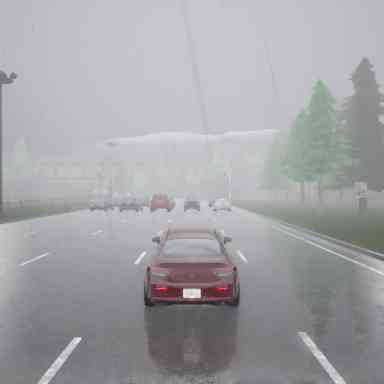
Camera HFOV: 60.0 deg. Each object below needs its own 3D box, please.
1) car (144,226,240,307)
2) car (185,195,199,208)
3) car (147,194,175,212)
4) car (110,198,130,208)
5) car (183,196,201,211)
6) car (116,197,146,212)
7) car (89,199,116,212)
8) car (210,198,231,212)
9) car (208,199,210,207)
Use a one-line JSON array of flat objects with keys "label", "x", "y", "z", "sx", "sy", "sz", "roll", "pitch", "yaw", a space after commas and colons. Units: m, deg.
[{"label": "car", "x": -0.003, "y": 1.526, "z": 7.849, "sx": 1.812, "sy": 1.442, "sz": 4.674, "roll": 0, "pitch": 0, "yaw": 0}, {"label": "car", "x": -0.003, "y": 1.352, "z": 50.092, "sx": 2.097, "sy": 1.767, "sz": 4.553, "roll": 0, "pitch": 0, "yaw": 0}, {"label": "car", "x": -3.507, "y": 1.221, "z": 38.575, "sx": 2.150, "sy": 2.045, "sz": 5.566, "roll": 0, "pitch": 0, "yaw": 0}, {"label": "car", "x": -10.504, "y": 1.564, "z": 48.943, "sx": 1.994, "sy": 1.385, "sz": 4.181, "roll": 0, "pitch": 0, "yaw": 0}, {"label": "car", "x": 0.005, "y": 1.505, "z": 39.991, "sx": 1.837, "sy": 1.490, "sz": 4.892, "roll": 0, "pitch": 0, "yaw": 0}, {"label": "car", "x": -7.008, "y": 1.352, "z": 38.664, "sx": 2.097, "sy": 1.767, "sz": 4.553, "roll": 0, "pitch": 0, "yaw": 0}, {"label": "car", "x": -10.504, "y": 1.601, "z": 39.030, "sx": 1.895, "sy": 1.301, "sz": 4.718, "roll": 0, "pitch": 0, "yaw": 0}, {"label": "car", "x": 3.497, "y": 1.526, "z": 39.050, "sx": 1.812, "sy": 1.442, "sz": 4.674, "roll": 0, "pitch": 0, "yaw": 0}, {"label": "car", "x": 3.488, "y": 1.564, "z": 49.344, "sx": 1.994, "sy": 1.385, "sz": 4.181, "roll": 0, "pitch": 0, "yaw": 1}]
